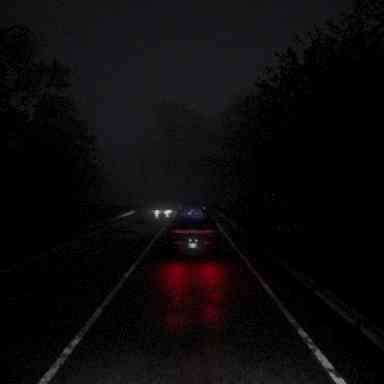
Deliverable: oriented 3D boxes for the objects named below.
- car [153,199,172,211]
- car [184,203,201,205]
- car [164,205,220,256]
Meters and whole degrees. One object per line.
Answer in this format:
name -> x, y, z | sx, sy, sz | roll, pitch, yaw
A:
car -> -3.546, 1.528, 40.650 | 1.994, 1.385, 4.181 | 0, 0, 0
car -> 0.026, 1.524, 25.934 | 2.033, 1.411, 5.357 | 0, 0, 1
car -> 0.047, 1.480, 12.966 | 2.128, 1.511, 4.902 | 0, 0, 1
